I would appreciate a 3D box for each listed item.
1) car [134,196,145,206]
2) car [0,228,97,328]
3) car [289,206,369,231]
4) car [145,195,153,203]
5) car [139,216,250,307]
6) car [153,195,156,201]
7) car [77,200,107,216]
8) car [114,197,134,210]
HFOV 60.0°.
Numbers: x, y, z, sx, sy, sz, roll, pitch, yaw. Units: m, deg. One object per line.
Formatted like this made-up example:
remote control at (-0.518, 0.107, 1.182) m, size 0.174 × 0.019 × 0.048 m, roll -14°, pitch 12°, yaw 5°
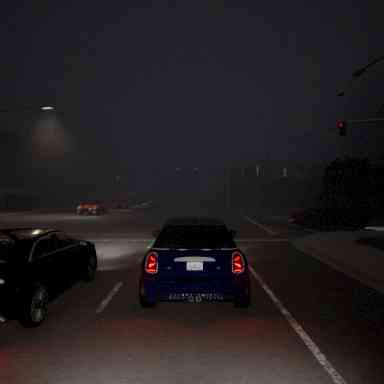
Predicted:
car at (-10.673, 1.696, 62.806) m, size 2.097 × 1.767 × 4.553 m, roll 0°, pitch 0°, yaw 0°
car at (-3.447, 1.503, 6.993) m, size 2.128 × 1.511 × 4.902 m, roll 0°, pitch 0°, yaw 0°
car at (8.502, 1.600, 20.812) m, size 4.674 × 1.442 × 1.812 m, roll 0°, pitch -1°, yaw 3°
car at (-10.638, 1.713, 73.717) m, size 2.128 × 1.511 × 4.902 m, roll 0°, pitch 1°, yaw 0°
car at (0.058, 1.364, 8.133) m, size 2.097 × 1.767 × 4.553 m, roll 0°, pitch 0°, yaw 0°
car at (-10.667, 1.659, 89.116) m, size 2.128 × 1.511 × 4.902 m, roll 0°, pitch 0°, yaw 0°
car at (-10.667, 1.616, 35.675) m, size 2.097 × 1.767 × 4.553 m, roll 0°, pitch -1°, yaw 0°
car at (-10.690, 1.865, 51.154) m, size 1.882 × 1.535 × 5.008 m, roll 0°, pitch 0°, yaw 0°
